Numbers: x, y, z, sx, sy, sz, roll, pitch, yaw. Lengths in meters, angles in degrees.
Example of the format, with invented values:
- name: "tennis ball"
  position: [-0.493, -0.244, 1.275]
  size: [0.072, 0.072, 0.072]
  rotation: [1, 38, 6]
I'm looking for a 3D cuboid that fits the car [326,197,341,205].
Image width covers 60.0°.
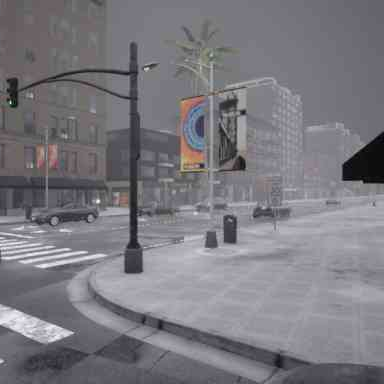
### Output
- name: "car"
  position: [26.381, 1.711, 62.054]
  size: [1.994, 1.385, 4.181]
  rotation: [0, 0, 35]

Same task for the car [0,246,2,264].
- name: "car"
  position: [-7.413, 1.359, 8.391]
  size: [2.097, 1.767, 4.553]
  rotation: [0, 0, 35]

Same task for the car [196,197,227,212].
- name: "car"
  position: [2.361, 1.404, 39.546]
  size: [2.097, 1.767, 4.553]
  rotation: [0, 0, 35]

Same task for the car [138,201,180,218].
- name: "car"
  position: [-3.286, 1.580, 31.536]
  size: [2.033, 1.411, 5.357]
  rotation: [0, 0, 35]

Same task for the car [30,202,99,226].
- name: "car"
  position: [-8.905, 1.520, 23.555]
  size: [1.837, 1.490, 4.892]
  rotation: [0, 0, 35]

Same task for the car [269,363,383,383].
- name: "car"
  position: [2.218, 1.551, 1.268]
  size: [4.403, 1.369, 2.008]
  rotation: [0, 0, 35]

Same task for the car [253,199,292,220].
- name: "car"
  position: [7.131, 1.404, 29.052]
  size: [2.097, 1.767, 4.553]
  rotation: [0, 0, 35]
